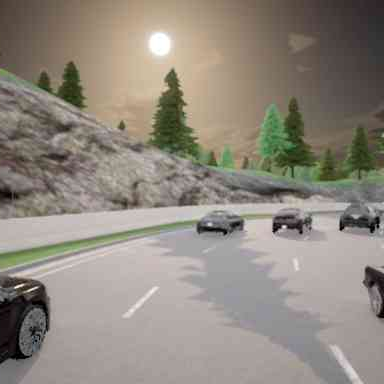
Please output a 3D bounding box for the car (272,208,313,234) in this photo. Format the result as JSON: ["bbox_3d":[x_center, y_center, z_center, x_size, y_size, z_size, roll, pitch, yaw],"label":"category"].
[{"bbox_3d":[6.583,1.810,21.586,1.837,1.490,4.892,0,-1,29],"label":"car"}]

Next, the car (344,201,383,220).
[{"bbox_3d":[17.712,1.872,34.148,4.553,1.767,2.097,1,-1,-40],"label":"car"}]

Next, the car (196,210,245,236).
[{"bbox_3d":[1.881,1.832,20.736,1.994,1.385,4.181,0,-1,26],"label":"car"}]

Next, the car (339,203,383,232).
[{"bbox_3d":[11.727,1.703,23.073,2.097,1.767,4.553,0,-1,35],"label":"car"}]

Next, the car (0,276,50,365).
[{"bbox_3d":[-3.188,1.515,3.199,2.128,1.511,4.902,0,-1,4],"label":"car"}]

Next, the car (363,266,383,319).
[{"bbox_3d":[4.108,1.682,4.563,1.895,1.301,4.718,0,-1,8],"label":"car"}]
